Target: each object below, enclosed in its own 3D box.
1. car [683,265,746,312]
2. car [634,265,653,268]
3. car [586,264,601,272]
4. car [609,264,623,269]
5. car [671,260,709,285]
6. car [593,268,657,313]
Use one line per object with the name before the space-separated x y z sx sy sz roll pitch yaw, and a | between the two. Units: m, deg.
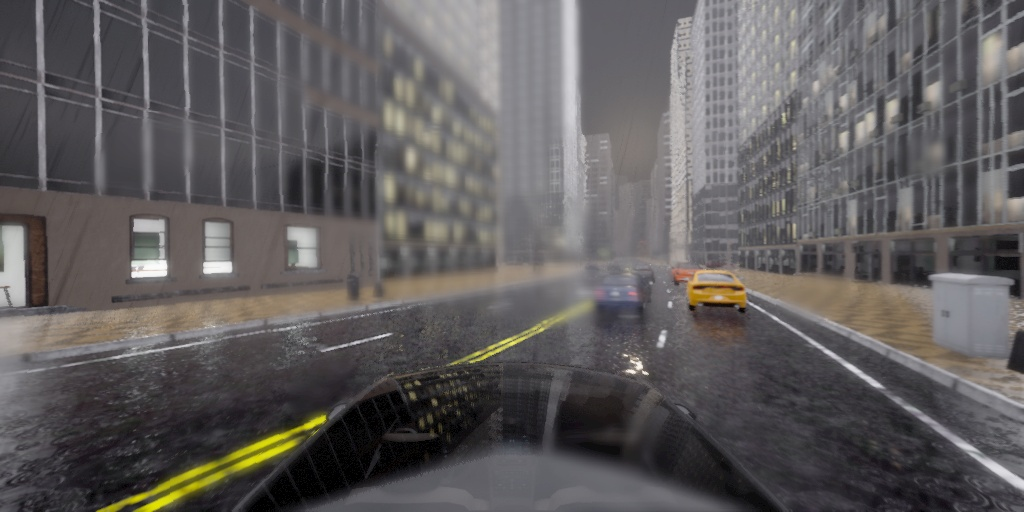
car | 8.379 1.339 15.032 1.882 1.535 5.008 0 0 24
car | 10.906 1.485 29.701 2.128 1.511 4.902 0 0 21
car | 12.503 1.828 54.798 1.895 1.301 4.718 0 -1 19
car | 15.591 1.806 53.801 1.895 1.301 4.718 0 -1 19
car | 13.900 1.322 28.437 2.097 1.767 4.553 0 -1 21
car | 4.724 1.415 14.840 2.033 1.411 5.357 0 -1 25
